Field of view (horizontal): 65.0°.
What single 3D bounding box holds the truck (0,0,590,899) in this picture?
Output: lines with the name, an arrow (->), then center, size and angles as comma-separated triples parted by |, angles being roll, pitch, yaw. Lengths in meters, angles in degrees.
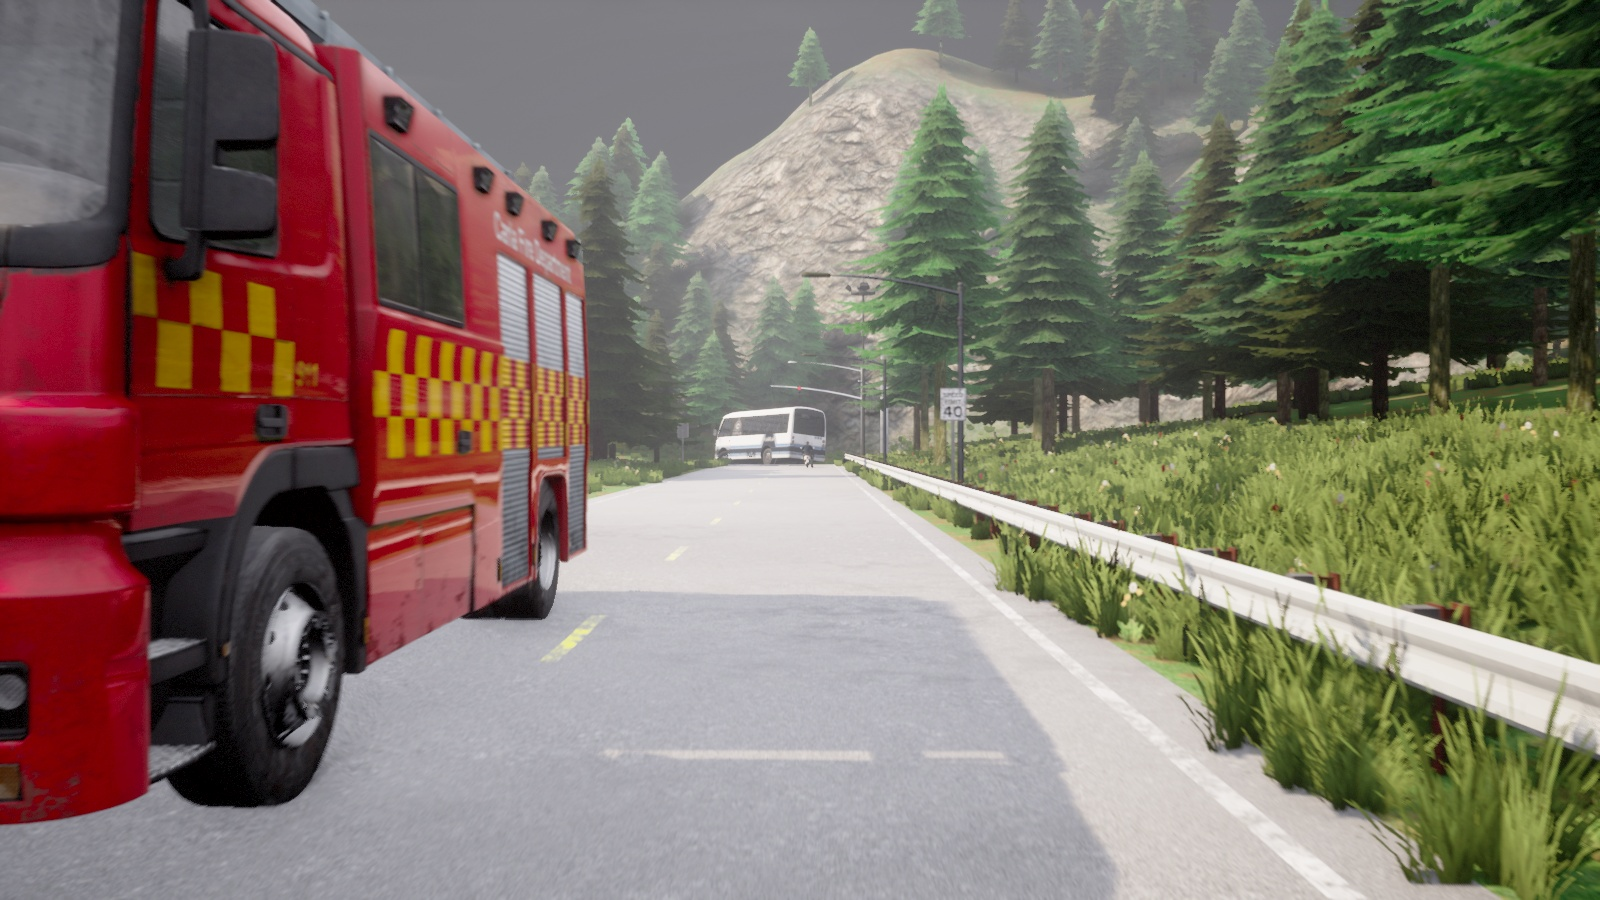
truck -> -3.436, -0.511, 7.401 | 2.891, 3.827, 8.468 | 0, 1, 0

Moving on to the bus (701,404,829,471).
bus -> -2.728, -0.776, 91.998 | 3.944, 4.253, 10.273 | 7, -6, -36
